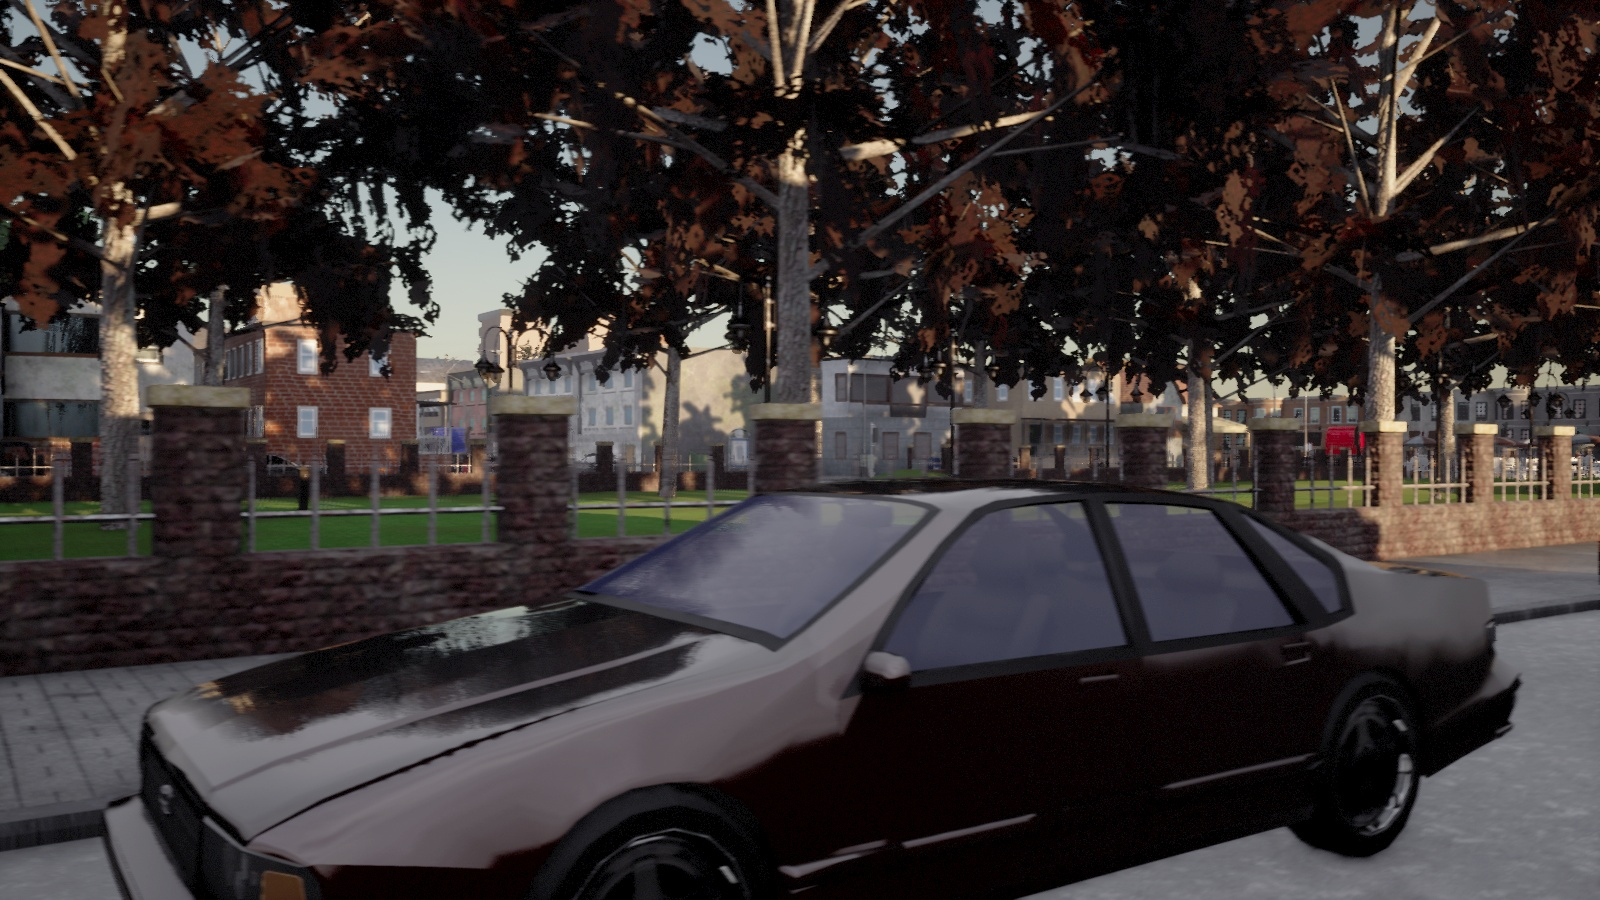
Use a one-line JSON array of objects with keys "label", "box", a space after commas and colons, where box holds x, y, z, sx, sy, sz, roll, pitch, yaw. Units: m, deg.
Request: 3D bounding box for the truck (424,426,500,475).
[{"label": "truck", "box": [-25.007, 0.043, 92.684, 2.891, 3.462, 7.936, 0, 0, -35]}]

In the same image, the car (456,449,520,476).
[{"label": "car", "box": [-19.281, 0.754, 77.427, 2.152, 1.651, 5.027, 0, 0, -35]}]

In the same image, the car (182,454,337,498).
[{"label": "car", "box": [-19.627, 0.903, 45.697, 4.892, 1.490, 1.837, 0, 0, -37]}]

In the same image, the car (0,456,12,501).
[{"label": "car", "box": [-27.897, 0.927, 39.908, 4.674, 1.442, 1.812, 0, 0, -38]}]

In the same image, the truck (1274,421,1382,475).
[{"label": "truck", "box": [35.404, -0.106, 84.072, 7.936, 3.462, 2.891, 0, 0, -35]}]

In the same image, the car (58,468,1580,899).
[{"label": "car", "box": [0.470, 0.803, 4.586, 5.357, 1.411, 2.033, 0, 0, -34]}]

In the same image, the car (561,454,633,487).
[{"label": "car", "box": [-9.478, 0.935, 58.916, 1.812, 1.442, 4.674, 0, 0, 11]}]

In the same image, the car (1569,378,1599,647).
[{"label": "car", "box": [8.854, 0.471, 10.433, 5.566, 2.045, 2.150, 0, 0, -35]}]

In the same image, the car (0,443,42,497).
[{"label": "car", "box": [-28.975, 0.710, 44.169, 3.866, 1.878, 1.905, 0, 0, -35]}]
